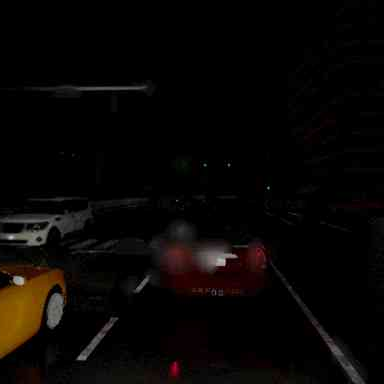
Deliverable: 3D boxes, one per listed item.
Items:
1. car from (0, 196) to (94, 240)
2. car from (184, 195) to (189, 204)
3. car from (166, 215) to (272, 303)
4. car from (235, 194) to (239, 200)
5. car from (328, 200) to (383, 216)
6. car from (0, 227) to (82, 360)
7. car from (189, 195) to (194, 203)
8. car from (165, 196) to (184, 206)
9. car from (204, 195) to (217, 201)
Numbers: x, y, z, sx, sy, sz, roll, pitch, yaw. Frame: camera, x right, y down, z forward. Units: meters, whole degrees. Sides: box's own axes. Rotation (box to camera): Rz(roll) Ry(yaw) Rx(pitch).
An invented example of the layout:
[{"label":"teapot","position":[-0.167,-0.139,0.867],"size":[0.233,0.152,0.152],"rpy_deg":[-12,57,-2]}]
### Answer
[{"label":"car","position":[-6.064,1.224,14.301],"size":[2.150,2.045,5.566],"rpy_deg":[0,0,5]},{"label":"car","position":[-2.157,1.492,61.828],"size":[1.882,1.535,5.008],"rpy_deg":[0,0,5]},{"label":"car","position":[0.685,1.353,8.436],"size":[2.097,1.767,4.553],"rpy_deg":[0,0,5]},{"label":"car","position":[13.699,1.377,90.319],"size":[4.553,1.767,2.097],"rpy_deg":[0,0,-41]},{"label":"car","position":[16.303,1.541,33.395],"size":[5.008,1.535,1.882],"rpy_deg":[0,0,5]},{"label":"car","position":[-3.242,1.478,3.768],"size":[1.882,1.535,5.008],"rpy_deg":[0,0,5]},{"label":"car","position":[-0.781,1.517,72.024],"size":[1.837,1.490,4.892],"rpy_deg":[0,0,13]},{"label":"car","position":[-2.925,1.364,52.934],"size":[2.097,1.767,4.553],"rpy_deg":[0,0,5]},{"label":"car","position":[4.763,1.561,84.989],"size":[1.994,1.385,4.181],"rpy_deg":[0,0,31]}]
